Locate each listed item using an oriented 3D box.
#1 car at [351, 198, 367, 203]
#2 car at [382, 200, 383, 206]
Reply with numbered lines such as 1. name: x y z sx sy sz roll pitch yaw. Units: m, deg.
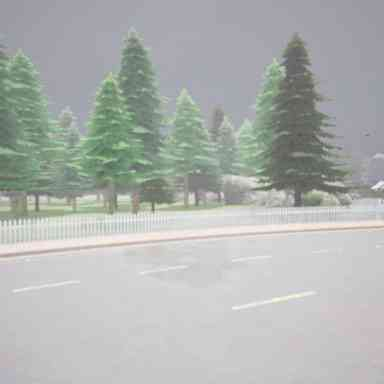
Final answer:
1. car: 23.259 0.810 47.895 1.812 1.442 4.674 -1 1 -3
2. car: 20.571 1.028 32.459 1.994 1.385 4.181 -1 1 -3
